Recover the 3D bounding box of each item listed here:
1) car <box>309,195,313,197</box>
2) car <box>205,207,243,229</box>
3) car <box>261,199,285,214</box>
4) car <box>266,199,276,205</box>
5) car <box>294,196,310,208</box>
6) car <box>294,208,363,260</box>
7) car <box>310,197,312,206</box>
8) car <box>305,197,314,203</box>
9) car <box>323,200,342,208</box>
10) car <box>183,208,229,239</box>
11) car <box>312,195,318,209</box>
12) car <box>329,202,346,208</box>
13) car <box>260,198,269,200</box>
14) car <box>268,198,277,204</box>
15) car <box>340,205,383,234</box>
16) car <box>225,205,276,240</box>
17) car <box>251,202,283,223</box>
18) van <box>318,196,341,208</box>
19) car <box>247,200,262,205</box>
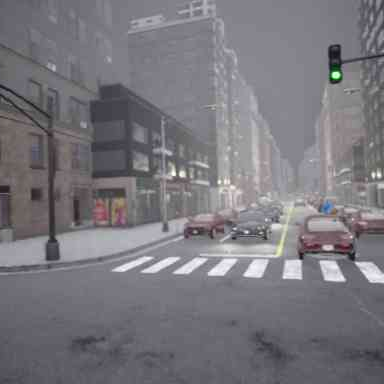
[{"bbox_3d":[22.341,1.800,60.384,1.947,1.339,4.313,-2,-1,17],"label":"car"},{"bbox_3d":[2.503,1.881,24.950,1.887,1.381,4.507,-2,-1,17],"label":"car"},{"bbox_3d":[9.418,1.856,37.834,2.033,1.411,5.357,-2,-1,18],"label":"car"},{"bbox_3d":[17.542,2.187,73.739,1.947,1.339,4.313,-2,-1,17],"label":"car"},{"bbox_3d":[18.120,1.851,55.769,2.033,1.411,5.357,-2,-1,17],"label":"car"},{"bbox_3d":[4.928,1.579,12.617,1.812,1.442,4.674,-2,-1,17],"label":"car"},{"bbox_3d":[18.999,1.752,49.541,1.802,1.307,4.206,-2,-1,17],"label":"car"},{"bbox_3d":[29.075,1.887,82.234,1.752,1.417,4.829,-2,-1,17],"label":"car"},{"bbox_3d":[12.315,1.626,27.855,1.802,1.307,4.206,-2,-1,17],"label":"car"},{"bbox_3d":[0.832,1.851,19.528,1.887,1.381,4.507,-2,-1,17],"label":"car"},{"bbox_3d":[15.650,1.421,38.701,2.192,1.841,5.009,-2,-1,17],"label":"car"},{"bbox_3d":[10.644,1.596,22.433,1.802,1.307,4.206,-2,-1,17],"label":"car"},{"bbox_3d":[10.855,1.933,52.056,1.967,1.590,4.097,-2,-1,17],"label":"car"},{"bbox_3d":[19.213,2.219,79.161,1.947,1.339,4.313,-2,-1,17],"label":"car"},{"bbox_3d":[8.973,1.565,17.011,1.802,1.307,4.206,-2,-1,17],"label":"car"},{"bbox_3d":[3.348,1.705,18.355,1.837,1.490,4.892,-2,-1,17],"label":"car"},{"bbox_3d":[6.292,1.817,27.874,1.994,1.385,4.181,-2,-1,17],"label":"car"},{"bbox_3d":[13.980,1.416,33.280,1.690,1.788,3.998,-2,-1,17],"label":"van"},{"bbox_3d":[7.517,2.011,41.212,1.802,1.307,4.206,-2,-1,17],"label":"car"}]
